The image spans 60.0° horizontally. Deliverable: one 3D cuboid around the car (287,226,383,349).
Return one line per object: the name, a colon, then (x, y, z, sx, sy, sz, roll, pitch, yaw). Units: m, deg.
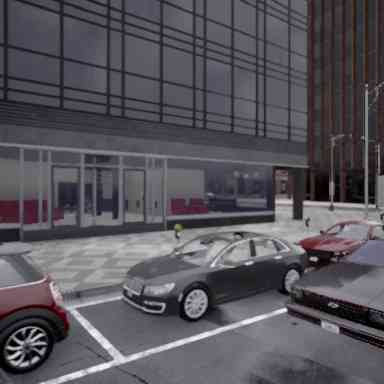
car: (4.161, 1.565, 6.332, 5.357, 1.411, 2.033, 0, 0, -35)

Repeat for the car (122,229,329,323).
car: (0.692, 1.562, 7.138, 4.403, 1.369, 2.008, 0, 0, -35)

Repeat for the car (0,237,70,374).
car: (-3.755, 1.438, 3.975, 4.097, 1.590, 1.967, 0, 0, -35)

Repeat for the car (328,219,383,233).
car: (5.139, 1.569, 10.301, 4.507, 1.381, 1.887, 0, 0, -35)
